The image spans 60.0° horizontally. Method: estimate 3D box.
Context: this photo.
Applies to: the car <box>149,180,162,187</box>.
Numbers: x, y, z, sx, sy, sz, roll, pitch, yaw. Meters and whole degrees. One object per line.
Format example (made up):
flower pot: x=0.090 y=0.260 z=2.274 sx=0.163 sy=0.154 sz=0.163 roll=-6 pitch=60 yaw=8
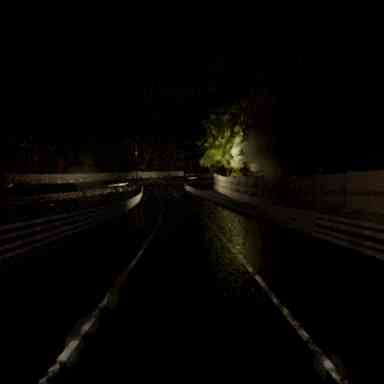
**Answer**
car: x=-10.219 y=-2.259 z=93.840 sx=2.033 sy=1.411 sz=5.357 roll=1 pitch=4 yaw=18
